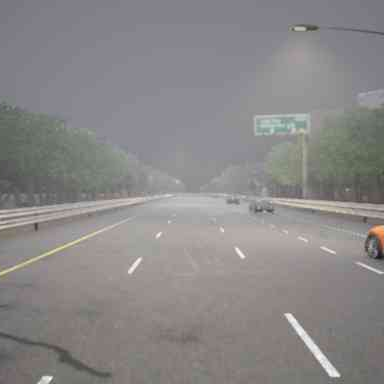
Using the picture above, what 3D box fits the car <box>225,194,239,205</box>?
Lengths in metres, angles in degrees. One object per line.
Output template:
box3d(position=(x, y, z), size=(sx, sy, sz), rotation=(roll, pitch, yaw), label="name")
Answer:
box3d(position=(7.138, 1.307, 59.591), size=(2.097, 1.767, 4.553), rotation=(0, 0, 0), label="car")

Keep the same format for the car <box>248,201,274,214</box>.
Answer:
box3d(position=(7.062, 1.580, 34.407), size=(1.895, 1.301, 4.718), rotation=(0, 0, 0), label="car")

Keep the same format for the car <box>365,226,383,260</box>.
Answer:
box3d(position=(7.006, 1.351, 9.588), size=(2.097, 1.767, 4.553), rotation=(0, 0, 0), label="car")
